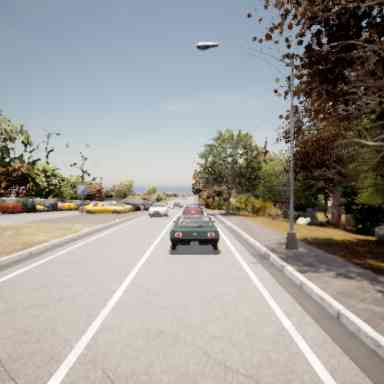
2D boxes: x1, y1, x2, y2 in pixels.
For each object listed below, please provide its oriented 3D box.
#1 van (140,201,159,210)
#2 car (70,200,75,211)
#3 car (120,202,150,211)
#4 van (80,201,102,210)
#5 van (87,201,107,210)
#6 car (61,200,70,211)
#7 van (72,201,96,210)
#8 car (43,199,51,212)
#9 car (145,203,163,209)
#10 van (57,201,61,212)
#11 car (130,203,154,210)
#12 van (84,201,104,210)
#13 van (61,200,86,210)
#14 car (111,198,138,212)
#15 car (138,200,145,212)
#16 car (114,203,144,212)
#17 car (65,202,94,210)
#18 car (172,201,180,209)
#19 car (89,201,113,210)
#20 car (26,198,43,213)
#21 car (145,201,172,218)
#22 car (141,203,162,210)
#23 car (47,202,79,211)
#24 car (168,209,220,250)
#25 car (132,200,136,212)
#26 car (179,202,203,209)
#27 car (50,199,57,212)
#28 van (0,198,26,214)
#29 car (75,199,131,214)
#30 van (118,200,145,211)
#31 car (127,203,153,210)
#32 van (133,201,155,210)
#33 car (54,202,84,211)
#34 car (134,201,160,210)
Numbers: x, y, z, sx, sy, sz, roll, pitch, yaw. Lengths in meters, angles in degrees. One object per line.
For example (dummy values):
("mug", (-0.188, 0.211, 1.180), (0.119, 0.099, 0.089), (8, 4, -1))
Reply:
("van", (-10.197, 3.205, 79.766), (4.442, 1.987, 1.878), (0, -3, 0))
("car", (-23.400, 2.552, 57.656), (5.008, 1.535, 2.097), (0, -2, 0))
("car", (-10.330, 2.652, 60.357), (5.008, 1.535, 2.097), (0, -2, 0))
("van", (-23.279, 3.059, 77.018), (4.442, 1.987, 1.878), (0, -3, 0))
("van", (-23.509, 3.353, 82.559), (4.442, 1.987, 1.878), (0, -3, 0))
("car", (-23.375, 2.329, 55.017), (4.553, 1.767, 2.185), (0, -2, 0))
("van", (-23.281, 2.844, 71.631), (4.442, 1.987, 1.878), (0, -2, 0))
("car", (-23.226, 2.146, 46.711), (5.366, 1.575, 1.946), (0, -2, 0))
("car", (-10.277, 3.894, 90.850), (4.553, 1.767, 2.185), (0, -3, 0))
("van", (-23.525, 2.126, 52.253), (4.442, 1.987, 1.878), (0, -2, 0))
("car", (-10.323, 3.001, 68.678), (4.674, 1.452, 2.002), (0, -2, 0))
("van", (-23.510, 3.213, 79.917), (4.442, 1.987, 1.878), (0, -3, 0))
("van", (-23.518, 2.639, 66.095), (4.442, 1.987, 1.878), (0, -2, 0))
("car", (-10.363, 2.016, 46.494), (4.553, 1.767, 2.185), (0, -2, 0))
("car", (-10.302, 1.990, 49.269), (5.566, 2.045, 2.435), (0, -2, 0))
("car", (-10.330, 2.487, 54.806), (4.674, 1.452, 2.002), (0, -2, 0))
("car", (-23.215, 2.964, 68.856), (5.366, 1.575, 1.946), (0, -2, 0))
("car", (-3.253, 2.861, 74.608), (2.097, 1.767, 4.553), (0, -2, 0))
("car", (-23.363, 3.475, 85.327), (5.566, 2.045, 2.435), (0, -3, 0))
("car", (-23.441, 1.801, 43.952), (5.566, 2.045, 2.435), (0, -2, 0))
("car", (-3.352, 1.848, 34.048), (1.812, 1.442, 4.674), (0, -1, 0))
("car", (-10.306, 3.725, 85.299), (5.008, 1.535, 2.097), (0, -3, 0))
("car", (-23.399, 2.659, 60.550), (5.008, 1.535, 2.097), (0, -2, 0))
("car", (0.100, 1.631, 14.542), (1.895, 1.301, 4.718), (0, 0, 0))
("car", (-10.339, 2.046, 43.715), (5.008, 1.535, 2.097), (0, -2, 0))
("car", (0.099, 1.840, 31.942), (1.994, 1.385, 4.181), (0, -1, 0))
("car", (-23.403, 2.251, 49.476), (4.892, 1.521, 2.231), (0, -2, 0))
("van", (-23.532, 1.737, 41.061), (4.442, 1.987, 1.878), (0, -2, 0))
("car", (-10.151, 1.878, 38.176), (5.366, 1.575, 1.946), (0, -2, 0))
("van", (-10.442, 2.324, 57.591), (4.442, 1.987, 1.878), (0, -2, 0))
("car", (-10.291, 2.887, 65.903), (4.792, 1.488, 2.163), (0, -2, 0))
("van", (-10.202, 2.838, 71.462), (4.442, 1.987, 1.878), (0, -2, 0))
("car", (-23.397, 2.763, 63.319), (4.892, 1.521, 2.231), (0, -2, 0))
("car", (-10.344, 3.032, 76.995), (5.566, 2.045, 2.435), (0, -3, 0))
